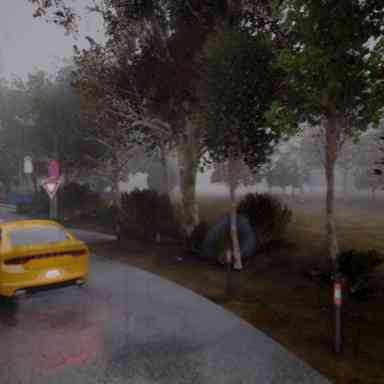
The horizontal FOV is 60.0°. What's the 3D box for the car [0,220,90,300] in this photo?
[{"bbox_3d":[-4.298,1.481,8.721,1.882,1.535,5.008,-2,2,-37],"label":"car"}]
